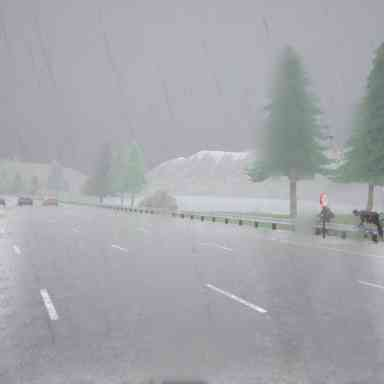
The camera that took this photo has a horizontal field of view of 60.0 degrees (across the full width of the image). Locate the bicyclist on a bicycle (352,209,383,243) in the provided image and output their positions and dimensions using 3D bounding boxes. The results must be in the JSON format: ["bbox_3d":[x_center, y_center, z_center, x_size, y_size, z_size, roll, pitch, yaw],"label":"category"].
[{"bbox_3d":[7.563,1.314,14.209,1.656,1.620,0.582,-38,3,35],"label":"bicyclist on a bicycle"}]

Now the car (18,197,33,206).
[{"bbox_3d":[-27.550,1.491,54.945,2.128,1.511,4.902,0,0,-33],"label":"car"}]

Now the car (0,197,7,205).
[{"bbox_3d":[-32.459,1.526,56.098,1.812,1.442,4.674,0,0,-32],"label":"car"}]

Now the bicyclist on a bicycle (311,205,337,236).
[{"bbox_3d":[6.768,1.423,16.889,1.656,1.620,0.582,4,-1,-19],"label":"bicyclist on a bicycle"}]

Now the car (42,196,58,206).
[{"bbox_3d":[-23.648,1.478,55.351,1.882,1.535,5.008,0,0,-33],"label":"car"}]
